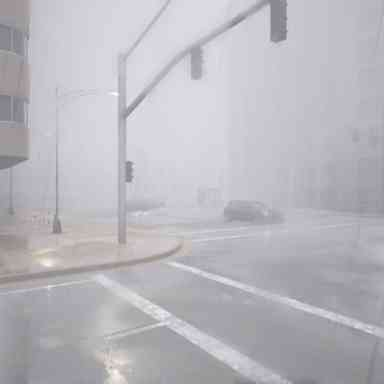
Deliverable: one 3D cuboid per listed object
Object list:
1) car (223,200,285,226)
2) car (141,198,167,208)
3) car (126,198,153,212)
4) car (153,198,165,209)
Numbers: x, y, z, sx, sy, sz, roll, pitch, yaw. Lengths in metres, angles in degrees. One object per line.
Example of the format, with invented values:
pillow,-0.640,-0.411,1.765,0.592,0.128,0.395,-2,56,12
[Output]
car,4.245,1.352,23.321,2.097,1.767,4.553,0,0,-36
car,-5.708,1.564,49.159,1.994,1.385,4.181,0,0,-36
car,-6.645,1.564,38.269,1.994,1.385,4.181,0,0,-36
car,-6.227,1.547,43.940,2.033,1.411,5.357,0,0,-36
